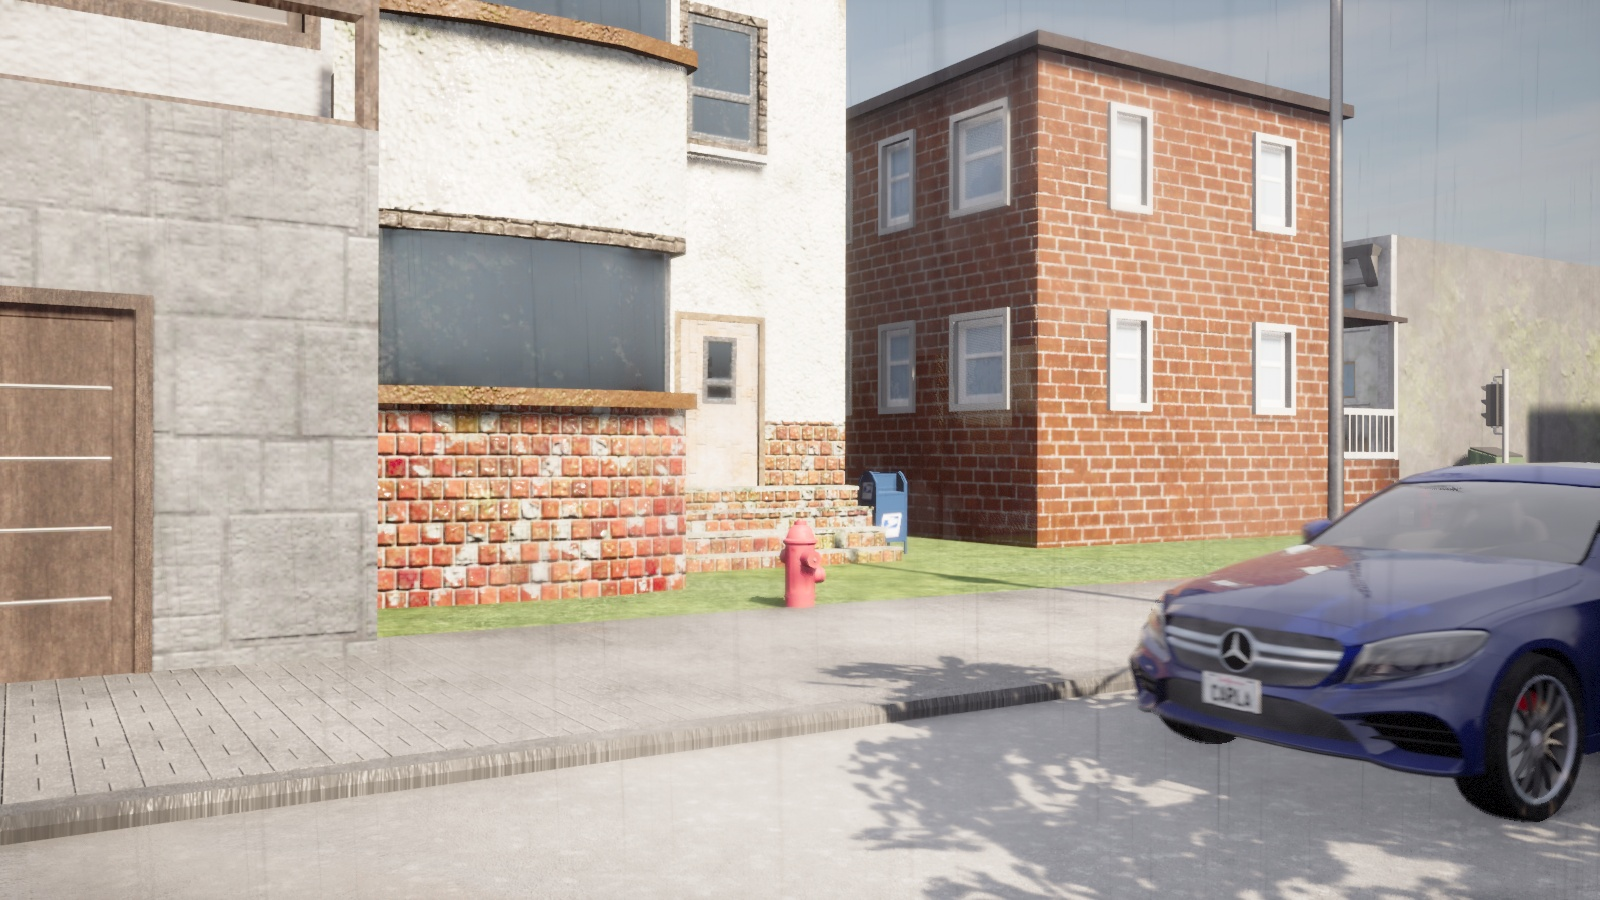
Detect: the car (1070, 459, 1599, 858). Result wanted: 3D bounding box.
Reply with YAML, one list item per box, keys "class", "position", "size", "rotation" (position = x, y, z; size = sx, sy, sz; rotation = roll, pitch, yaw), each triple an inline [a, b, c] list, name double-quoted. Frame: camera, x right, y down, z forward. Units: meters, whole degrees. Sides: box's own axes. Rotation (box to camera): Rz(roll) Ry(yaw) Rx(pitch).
- class: "car"
  position: [3.796, 0.779, 6.602]
  size: [4.674, 1.442, 1.812]
  rotation: [0, 0, -31]
